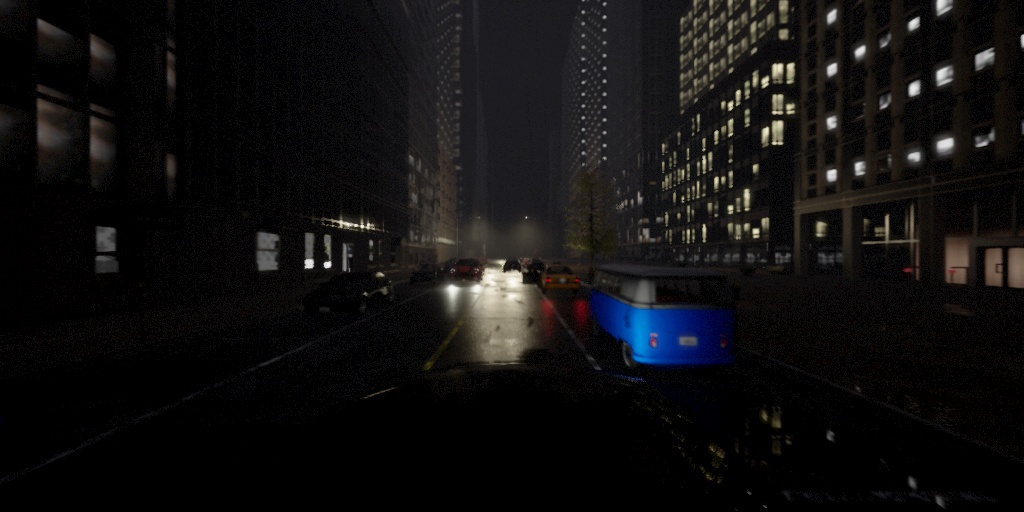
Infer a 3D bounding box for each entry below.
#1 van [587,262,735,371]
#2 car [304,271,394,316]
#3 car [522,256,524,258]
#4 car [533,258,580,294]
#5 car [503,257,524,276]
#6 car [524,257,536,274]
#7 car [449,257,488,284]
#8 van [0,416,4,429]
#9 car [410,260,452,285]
[{"bbox_3d":[2.694,1.055,7.340,1.690,1.789,3.998,0,0,0],"label":"van"},{"bbox_3d":[-5.686,1.243,13.052,1.948,1.339,4.313,0,0,0],"label":"car"},{"bbox_3d":[2.704,0.901,47.160,1.967,1.591,4.097,0,0,0],"label":"car"},{"bbox_3d":[2.357,1.094,19.160,1.801,1.575,5.366,0,0,0],"label":"car"},{"bbox_3d":[0.033,1.111,39.344,1.895,1.301,4.718,0,0,1],"label":"car"},{"bbox_3d":[2.703,1.047,41.472,2.007,1.370,4.403,0,0,0],"label":"car"},{"bbox_3d":[-3.083,0.951,25.247,2.097,1.767,4.553,0,0,0],"label":"car"},{"bbox_3d":[-5.688,1.091,1.673,1.690,1.789,3.998,0,0,0],"label":"van"},{"bbox_3d":[-5.682,1.154,24.429,2.007,1.370,4.403,0,0,0],"label":"car"}]
